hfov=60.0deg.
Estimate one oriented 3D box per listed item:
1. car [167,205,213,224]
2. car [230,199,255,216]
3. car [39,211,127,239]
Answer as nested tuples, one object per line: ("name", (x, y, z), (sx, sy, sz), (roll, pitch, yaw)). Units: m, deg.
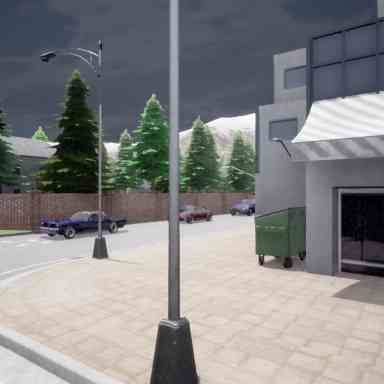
("car", (-0.108, 1.740, 27.008), (1.994, 1.385, 4.181), (0, 0, 37))
("car", (5.884, 1.528, 35.091), (2.097, 1.767, 4.553), (0, 0, 37))
("car", (-6.089, 1.777, 18.942), (1.895, 1.301, 4.718), (0, 0, 37))
